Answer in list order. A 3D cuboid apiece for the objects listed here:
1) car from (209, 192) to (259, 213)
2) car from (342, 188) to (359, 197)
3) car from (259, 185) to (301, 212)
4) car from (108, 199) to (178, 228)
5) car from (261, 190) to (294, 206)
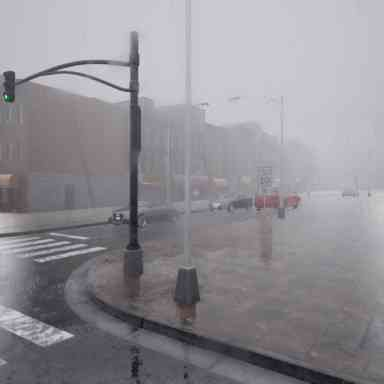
[{"bbox_3d":[3.193,0.794,26.934,2.128,1.511,4.902,0,2,35],"label":"car"},{"bbox_3d":[25.047,0.088,52.483,2.033,1.411,5.357,0,2,35],"label":"car"},{"bbox_3d":[7.127,0.476,27.370,2.150,2.045,5.566,0,2,36],"label":"car"},{"bbox_3d":[-2.640,1.127,18.754,1.994,1.385,4.181,0,2,36],"label":"car"},{"bbox_3d":[9.160,0.572,35.293,1.812,1.442,4.674,0,2,36],"label":"car"}]
